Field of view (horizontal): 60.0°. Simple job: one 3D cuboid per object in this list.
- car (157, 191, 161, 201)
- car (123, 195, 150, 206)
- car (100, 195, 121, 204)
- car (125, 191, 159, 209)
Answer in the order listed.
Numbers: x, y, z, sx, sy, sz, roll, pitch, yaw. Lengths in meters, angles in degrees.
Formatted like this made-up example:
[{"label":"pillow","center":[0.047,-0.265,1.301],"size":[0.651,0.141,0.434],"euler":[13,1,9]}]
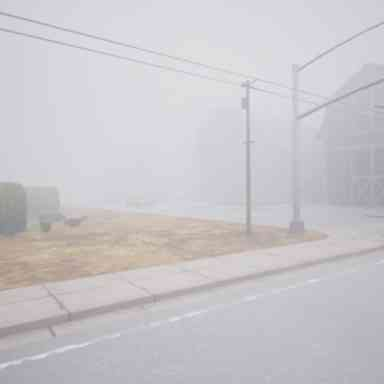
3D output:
[{"label":"car","center":[-7.036,0.855,55.456],"size":[3.866,1.878,1.905],"euler":[-2,6,11]},{"label":"car","center":[-8.522,1.177,50.520],"size":[1.882,1.535,5.008],"euler":[-2,1,-36]},{"label":"car","center":[-14.323,1.301,58.306],"size":[2.033,1.411,5.357],"euler":[-1,0,-37]},{"label":"car","center":[-6.552,1.138,41.784],"size":[2.097,1.767,4.553],"euler":[-1,0,-36]}]
